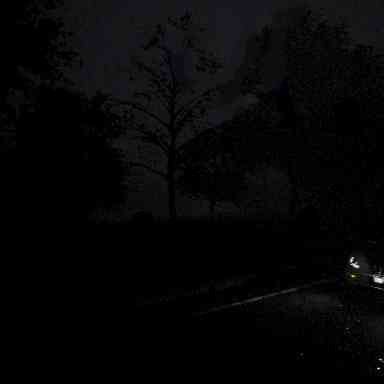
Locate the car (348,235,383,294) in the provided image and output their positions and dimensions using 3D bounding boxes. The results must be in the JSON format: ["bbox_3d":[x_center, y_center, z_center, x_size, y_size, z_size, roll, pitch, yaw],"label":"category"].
[{"bbox_3d":[5.687,1.495,7.965,4.892,1.490,1.837,0,0,-35],"label":"car"}]
